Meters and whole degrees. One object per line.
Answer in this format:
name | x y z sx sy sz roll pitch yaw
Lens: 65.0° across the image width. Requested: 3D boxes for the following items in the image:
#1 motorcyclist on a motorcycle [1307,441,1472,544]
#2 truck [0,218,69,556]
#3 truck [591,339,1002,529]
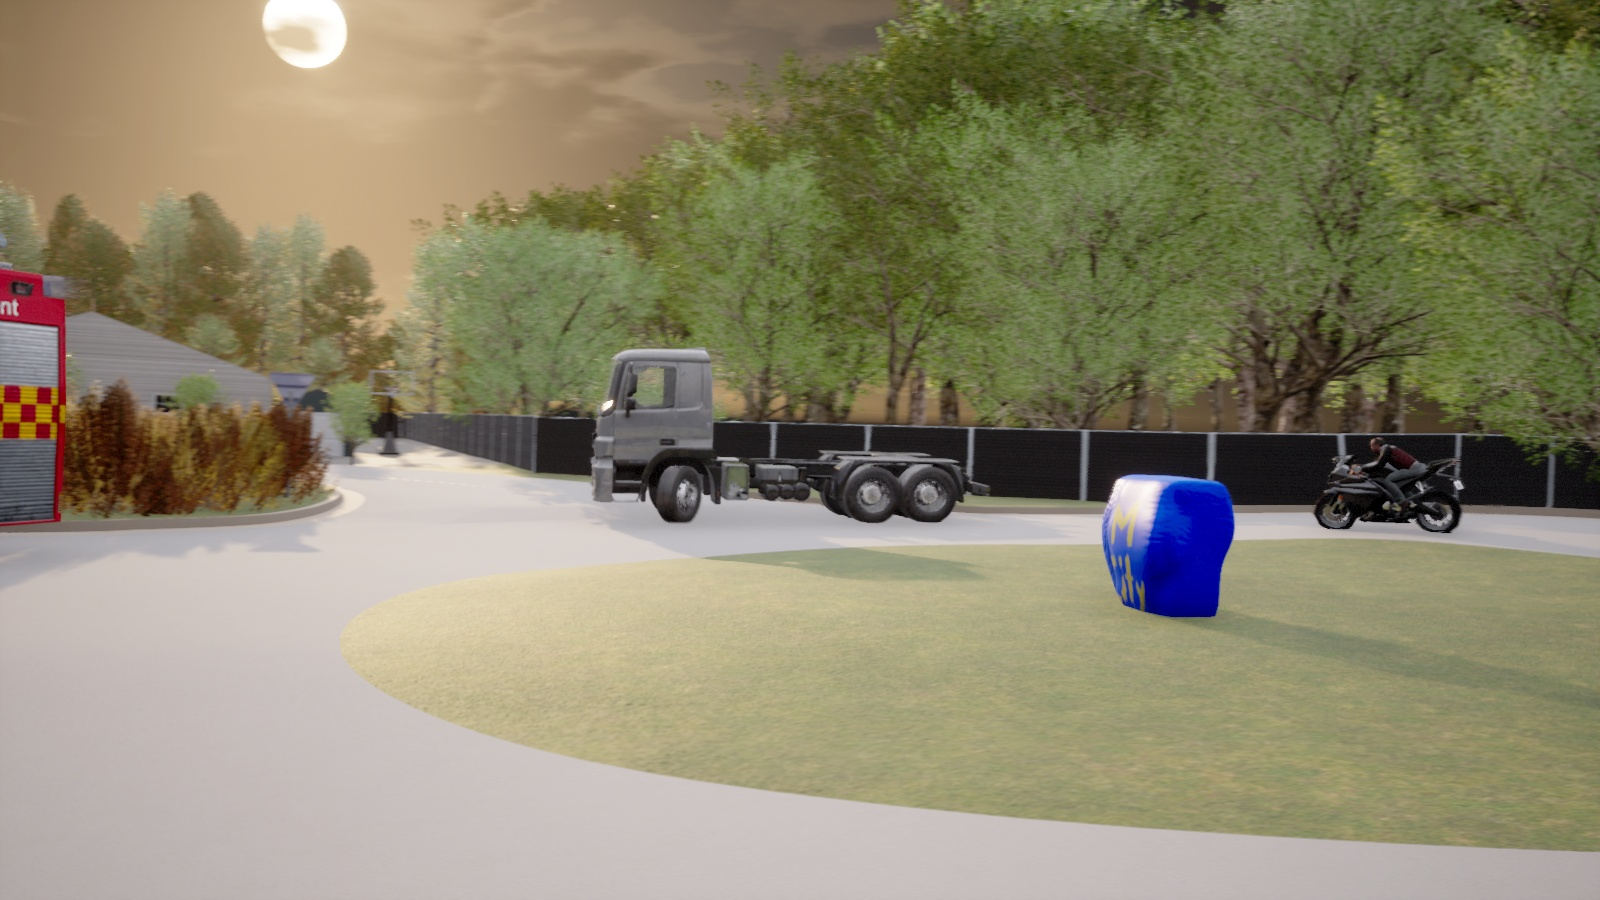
motorcyclist on a motorcycle | 9.363 0.650 19.990 2.191 1.530 0.866 -1 1 43
truck | -11.286 -0.762 11.331 2.891 3.827 8.468 3 1 14
truck | -0.197 -0.331 25.894 7.936 3.462 2.891 2 3 -11
